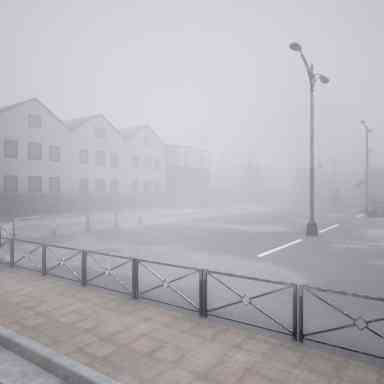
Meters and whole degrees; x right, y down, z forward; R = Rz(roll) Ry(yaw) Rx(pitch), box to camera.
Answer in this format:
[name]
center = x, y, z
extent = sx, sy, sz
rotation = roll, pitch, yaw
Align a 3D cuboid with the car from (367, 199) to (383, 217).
[car]
center = 15.385, 1.298, 26.832
extent = 2.007, 1.523, 4.514
rotation = 0, 0, 35
